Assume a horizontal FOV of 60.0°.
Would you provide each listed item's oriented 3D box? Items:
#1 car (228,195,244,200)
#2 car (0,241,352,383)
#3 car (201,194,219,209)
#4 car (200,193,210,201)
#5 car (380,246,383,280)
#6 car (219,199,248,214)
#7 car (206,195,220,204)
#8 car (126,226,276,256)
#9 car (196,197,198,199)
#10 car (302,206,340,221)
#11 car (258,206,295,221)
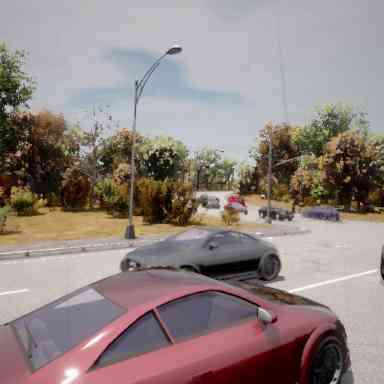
[{"bbox_3d":[8.379,1.591,63.923,2.150,2.045,5.566,2,2,-11],"label":"car"},{"bbox_3d":[-0.104,1.571,3.677,4.181,1.385,1.994,0,0,-36],"label":"car"},{"bbox_3d":[3.063,1.745,54.906,2.097,1.767,4.553,3,1,-14],"label":"car"},{"bbox_3d":[2.988,1.158,78.217,1.994,1.385,4.181,2,2,-1],"label":"car"},{"bbox_3d":[7.000,1.486,8.808,4.553,1.767,2.097,2,-1,-36],"label":"car"},{"bbox_3d":[5.895,2.199,45.347,1.812,1.442,4.674,3,0,-19],"label":"car"},{"bbox_3d":[4.186,1.492,68.235,1.882,1.535,5.008,2,2,-8],"label":"car"},{"bbox_3d":[0.327,1.597,8.450,4.181,1.385,1.994,1,0,-35],"label":"car"},{"bbox_3d":[0.981,1.585,64.745,1.895,1.301,4.718,2,2,-9],"label":"car"},{"bbox_3d":[15.526,2.457,40.263,2.097,1.767,4.553,3,-1,-24],"label":"car"},{"bbox_3d":[9.251,2.291,36.693,1.837,1.490,4.892,3,-1,-23],"label":"car"}]
